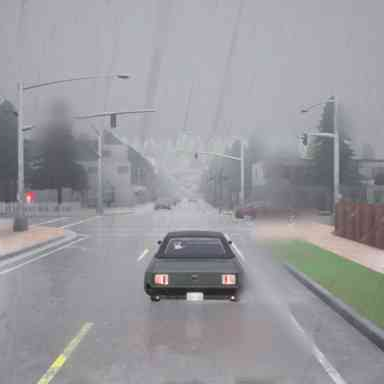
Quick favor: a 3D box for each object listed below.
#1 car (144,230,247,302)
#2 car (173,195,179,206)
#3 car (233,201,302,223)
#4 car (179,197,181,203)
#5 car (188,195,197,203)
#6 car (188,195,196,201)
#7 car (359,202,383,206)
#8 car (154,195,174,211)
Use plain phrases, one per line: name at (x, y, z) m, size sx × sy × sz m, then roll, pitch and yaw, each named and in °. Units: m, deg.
car at (0.070, 1.601, 8.225) m, size 1.895 × 1.301 × 4.718 m, roll 0°, pitch 0°, yaw 0°
car at (-3.578, 1.563, 53.964) m, size 1.994 × 1.385 × 4.181 m, roll 0°, pitch 0°, yaw 0°
car at (5.608, 1.462, 24.754) m, size 5.008 × 1.535 × 1.882 m, roll 0°, pitch 1°, yaw 7°
car at (-3.485, 1.353, 69.180) m, size 2.097 × 1.767 × 4.553 m, roll 0°, pitch 0°, yaw 0°
car at (0.018, 1.595, 71.456) m, size 1.895 × 1.301 × 4.718 m, roll 0°, pitch 0°, yaw 0°
car at (0.017, 1.478, 81.492) m, size 1.882 × 1.535 × 5.008 m, roll 0°, pitch 0°, yaw 0°
car at (15.305, 1.582, 29.288) m, size 4.718 × 1.301 × 1.895 m, roll 0°, pitch 0°, yaw -8°
car at (-3.589, 1.507, 41.330) m, size 1.837 × 1.490 × 4.892 m, roll 0°, pitch -1°, yaw 0°
